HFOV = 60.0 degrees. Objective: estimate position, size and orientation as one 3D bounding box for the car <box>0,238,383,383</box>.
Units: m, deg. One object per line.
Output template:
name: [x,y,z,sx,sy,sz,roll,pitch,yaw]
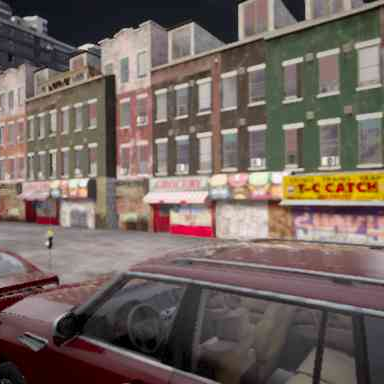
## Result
car: [0.345,1.320,2.575,5.009,1.841,2.192,0,-1,36]
